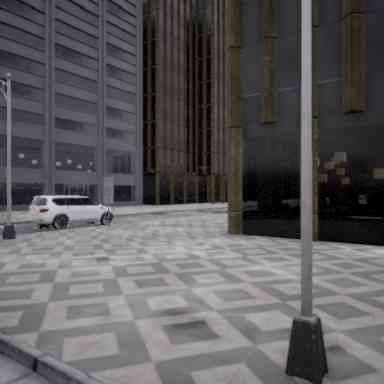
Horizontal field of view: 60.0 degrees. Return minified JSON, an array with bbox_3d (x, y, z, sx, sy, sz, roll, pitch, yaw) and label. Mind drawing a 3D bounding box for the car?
[{"bbox_3d":[-7.569,1.227,21.432,2.150,2.045,5.566,0,0,39],"label":"car"}]
